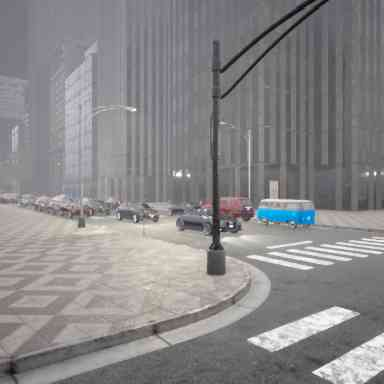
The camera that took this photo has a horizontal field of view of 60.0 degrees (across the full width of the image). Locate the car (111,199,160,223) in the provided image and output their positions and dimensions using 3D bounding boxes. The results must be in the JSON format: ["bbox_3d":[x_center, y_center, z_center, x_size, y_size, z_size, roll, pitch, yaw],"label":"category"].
[{"bbox_3d":[-4.312,1.537,26.021,1.837,1.490,4.892,0,0,-36],"label":"car"}]

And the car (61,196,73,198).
[{"bbox_3d":[-15.613,1.547,41.570,1.812,1.442,4.674,0,0,-36],"label":"car"}]

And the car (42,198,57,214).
[{"bbox_3d":[-14.136,1.606,35.115,1.802,1.307,4.206,0,0,-36],"label":"car"}]

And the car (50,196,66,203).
[{"bbox_3d":[-27.298,1.511,67.589,1.752,1.417,4.829,0,0,-36],"label":"car"}]

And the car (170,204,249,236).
[{"bbox_3d":[0.872,1.600,18.924,1.994,1.385,4.181,0,0,-36],"label":"car"}]

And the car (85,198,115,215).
[{"bbox_3d":[-9.831,1.532,33.587,1.837,1.490,4.892,0,0,-36],"label":"car"}]

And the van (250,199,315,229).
[{"bbox_3d":[6.072,1.379,21.906,1.690,1.788,3.998,0,0,-36],"label":"van"}]

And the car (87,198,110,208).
[{"bbox_3d":[-13.891,1.602,49.233,1.802,1.307,4.206,0,0,-36],"label":"car"}]

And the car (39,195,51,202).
[{"bbox_3d":[-33.967,1.482,76.727,1.752,1.417,4.829,0,0,-35],"label":"car"}]

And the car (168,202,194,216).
[{"bbox_3d":[-0.583,1.599,31.016,1.947,1.339,4.313,0,0,-36],"label":"car"}]

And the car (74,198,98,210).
[{"bbox_3d":[-14.436,1.547,45.220,1.812,1.442,4.674,0,0,-36],"label":"car"}]

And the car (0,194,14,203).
[{"bbox_3d":[-37.422,1.285,66.992,2.192,1.841,5.009,0,0,-36],"label":"car"}]

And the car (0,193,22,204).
[{"bbox_3d":[-34.095,1.298,62.438,2.192,1.841,5.009,0,0,-36],"label":"car"}]

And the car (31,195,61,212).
[{"bbox_3d":[-17.462,1.461,39.669,1.967,1.590,4.097,0,0,-36],"label":"car"}]

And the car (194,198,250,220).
[{"bbox_3d":[2.744,1.352,26.461,2.192,1.841,5.009,0,0,-36],"label":"car"}]

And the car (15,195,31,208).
[{"bbox_3d":[-24.115,1.562,48.776,2.008,1.369,4.403,0,0,-36],"label":"car"}]

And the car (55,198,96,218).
[{"bbox_3d":[-10.809,1.572,30.561,1.887,1.381,4.507,0,0,-36],"label":"car"}]
